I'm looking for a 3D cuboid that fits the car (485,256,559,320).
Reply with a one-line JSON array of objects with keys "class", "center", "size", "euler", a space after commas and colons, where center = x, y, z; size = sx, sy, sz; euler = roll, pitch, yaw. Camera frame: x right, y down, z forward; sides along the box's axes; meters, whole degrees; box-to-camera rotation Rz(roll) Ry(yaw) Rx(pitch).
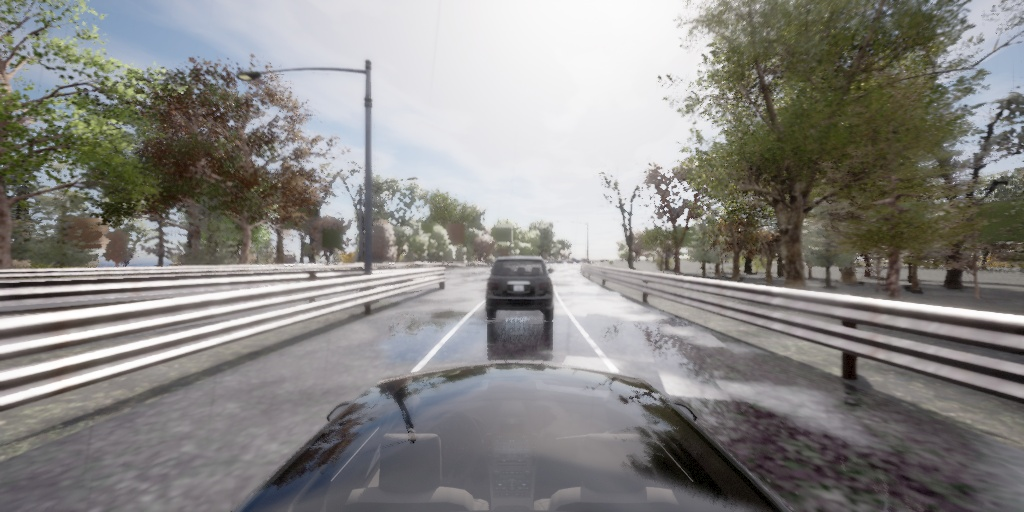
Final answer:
[{"class": "car", "center": [0.347, 1.025, 13.059], "size": [2.150, 2.045, 5.566], "euler": [0, 0, 3]}]
